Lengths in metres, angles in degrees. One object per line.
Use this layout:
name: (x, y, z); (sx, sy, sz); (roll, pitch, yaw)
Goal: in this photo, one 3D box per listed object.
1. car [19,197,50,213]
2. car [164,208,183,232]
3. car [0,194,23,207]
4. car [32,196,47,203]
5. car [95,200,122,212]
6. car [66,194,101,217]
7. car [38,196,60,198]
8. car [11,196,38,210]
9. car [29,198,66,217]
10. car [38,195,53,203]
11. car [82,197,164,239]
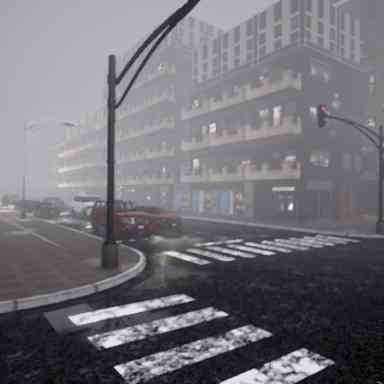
car: (-17.197, 1.540, 36.353); (1.947, 1.339, 4.313); (1, 0, -36)
car: (-2.440, 1.547, 20.383); (1.882, 1.535, 5.008); (1, 0, -36)
car: (-27.159, 1.249, 50.119); (2.192, 1.841, 5.009); (1, 0, -36)
car: (-33.662, 1.571, 73.383); (2.008, 1.369, 4.403); (1, -1, -36)
car: (-10.410, 1.661, 41.268); (1.802, 1.307, 4.206); (1, 0, -36)
car: (-9.033, 1.255, 29.492); (2.150, 2.045, 5.566); (1, 0, -36)
car: (-16.459, 1.354, 39.792); (2.097, 1.767, 4.553); (1, -1, -36)
car: (-20.520, 1.524, 40.942); (1.947, 1.339, 4.313); (1, 0, -36)
car: (-13.875, 1.534, 31.764); (1.887, 1.381, 4.507); (1, 0, -36)
car: (-30.340, 1.462, 68.797); (1.967, 1.590, 4.097); (1, -1, -36)
car: (-3.906, 1.355, 18.001); (2.192, 1.841, 5.009); (1, 0, -36)
